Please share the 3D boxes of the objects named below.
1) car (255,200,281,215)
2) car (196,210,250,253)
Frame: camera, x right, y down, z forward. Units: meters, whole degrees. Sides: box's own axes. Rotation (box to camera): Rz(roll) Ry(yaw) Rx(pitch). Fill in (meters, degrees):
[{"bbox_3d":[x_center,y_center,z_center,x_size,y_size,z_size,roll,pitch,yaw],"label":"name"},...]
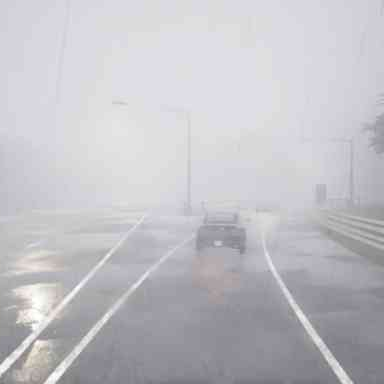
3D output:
[{"bbox_3d":[8.132,1.598,35.423,2.033,1.411,5.357,0,0,26],"label":"car"},{"bbox_3d":[1.334,1.519,13.859,1.837,1.490,4.892,0,0,10],"label":"car"}]
